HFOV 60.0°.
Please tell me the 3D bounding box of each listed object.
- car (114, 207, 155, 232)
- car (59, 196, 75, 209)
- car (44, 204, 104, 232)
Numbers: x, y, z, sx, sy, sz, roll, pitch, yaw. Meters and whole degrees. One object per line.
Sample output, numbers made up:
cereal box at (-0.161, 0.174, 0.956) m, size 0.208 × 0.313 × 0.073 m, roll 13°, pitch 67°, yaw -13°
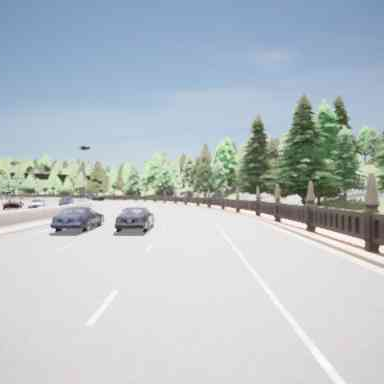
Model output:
car at (-3.443, 1.617, 20.505) m, size 2.033 × 1.411 × 5.357 m, roll 0°, pitch 0°, yaw -1°
car at (-18.782, 1.519, 50.071) m, size 2.097 × 1.767 × 4.553 m, roll 0°, pitch 0°, yaw -18°
car at (-6.943, 1.617, 20.602) m, size 2.033 × 1.411 × 5.357 m, roll 0°, pitch 0°, yaw -1°
